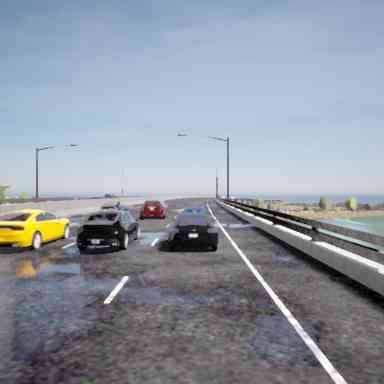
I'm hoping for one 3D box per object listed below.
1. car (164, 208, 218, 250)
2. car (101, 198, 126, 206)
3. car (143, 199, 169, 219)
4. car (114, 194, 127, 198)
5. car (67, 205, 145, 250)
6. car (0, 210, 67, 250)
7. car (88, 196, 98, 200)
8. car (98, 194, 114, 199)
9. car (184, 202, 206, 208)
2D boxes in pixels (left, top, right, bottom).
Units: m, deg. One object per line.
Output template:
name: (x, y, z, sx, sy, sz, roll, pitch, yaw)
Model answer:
car: (0.062, 1.583, 14.318, 1.994, 1.385, 4.181, 0, 0, 0)
car: (-6.745, 1.532, 29.333, 2.128, 1.511, 4.902, 0, 0, 1)
car: (-3.246, 1.402, 29.244, 2.097, 1.767, 4.553, 0, 0, 1)
car: (-15.780, 1.705, 76.952, 2.033, 1.411, 5.357, 0, 0, 3)
car: (-3.438, 1.528, 14.348, 1.837, 1.490, 4.892, 0, 0, 0)
car: (-6.937, 1.496, 14.378, 1.882, 1.535, 5.008, 0, 0, 0)
car: (-22.773, 1.721, 77.275, 1.994, 1.385, 4.181, 0, 0, 3)
car: (-19.278, 1.392, 77.085, 2.150, 2.045, 5.566, 0, 0, 3)
car: (0.254, 1.598, 29.213, 2.033, 1.411, 5.357, 0, 0, 1)
